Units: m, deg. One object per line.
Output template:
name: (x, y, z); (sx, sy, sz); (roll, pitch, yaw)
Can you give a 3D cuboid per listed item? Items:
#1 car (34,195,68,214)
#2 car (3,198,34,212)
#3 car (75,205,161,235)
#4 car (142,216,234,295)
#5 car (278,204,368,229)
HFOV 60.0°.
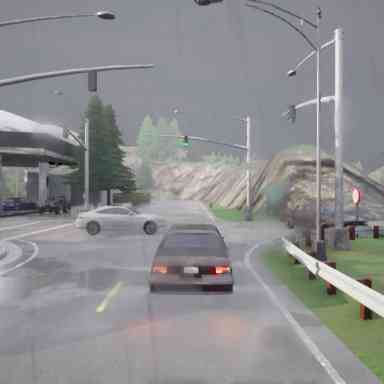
car: (-14.587, 1.312, 35.214); (1.905, 1.878, 3.866); (0, 0, -1)
car: (-20.302, 1.479, 39.482); (2.242, 1.667, 4.611); (0, 0, -1)
car: (-3.640, 1.414, 17.379); (4.674, 1.442, 1.812); (0, 0, -1)
car: (0.035, 1.547, 8.895); (2.033, 1.411, 5.357); (0, 0, 1)
car: (6.649, 1.357, 17.595); (2.033, 1.411, 5.357); (0, 0, -17)
